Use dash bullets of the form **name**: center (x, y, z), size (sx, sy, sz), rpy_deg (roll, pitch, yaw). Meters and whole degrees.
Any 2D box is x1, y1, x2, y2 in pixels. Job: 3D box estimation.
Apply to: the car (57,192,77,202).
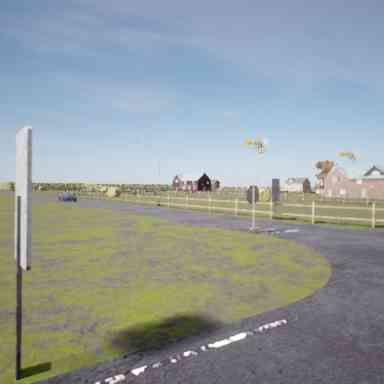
- **car**: center (-18.731, 0.715, 49.874), size (1.994, 1.385, 4.181), rpy_deg (1, 1, -36)
